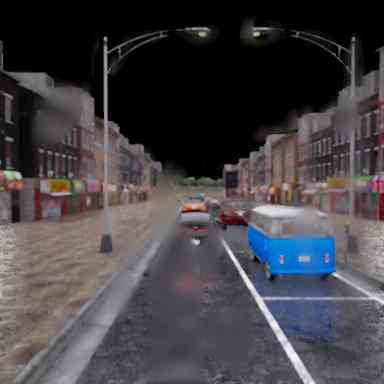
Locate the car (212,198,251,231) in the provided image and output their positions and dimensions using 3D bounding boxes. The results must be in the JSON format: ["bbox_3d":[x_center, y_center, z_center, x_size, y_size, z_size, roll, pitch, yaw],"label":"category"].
[{"bbox_3d":[2.670,1.307,20.728,2.192,1.841,5.009,-1,0,0],"label":"car"}]

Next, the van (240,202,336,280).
[{"bbox_3d":[2.640,1.339,9.663,1.690,1.788,3.998,-1,0,0],"label":"van"}]

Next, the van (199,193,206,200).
[{"bbox_3d":[2.872,1.309,92.650,1.690,1.788,3.998,-1,0,0],"label":"van"}]

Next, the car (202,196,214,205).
[{"bbox_3d":[2.783,1.526,59.455,2.008,1.369,4.403,-1,0,0],"label":"car"}]

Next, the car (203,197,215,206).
[{"bbox_3d":[2.768,1.502,54.092,1.752,1.417,4.829,-1,0,0],"label":"car"}]

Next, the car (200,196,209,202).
[{"bbox_3d":[2.830,1.537,76.052,1.947,1.339,4.313,-1,0,0],"label":"car"}]

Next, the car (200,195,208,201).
[{"bbox_3d":[2.846,1.552,81.585,1.802,1.307,4.206,-1,0,0],"label":"car"}]

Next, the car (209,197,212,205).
[{"bbox_3d":[2.738,1.563,42.858,1.802,1.307,4.206,-1,0,0],"label":"car"}]

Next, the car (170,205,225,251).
[{"bbox_3d":[0.135,1.497,13.998,1.837,1.490,4.892,0,0,0],"label":"car"}]

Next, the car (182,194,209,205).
[{"bbox_3d":[0.182,1.337,30.700,2.097,1.767,4.553,0,0,0],"label":"car"}]
